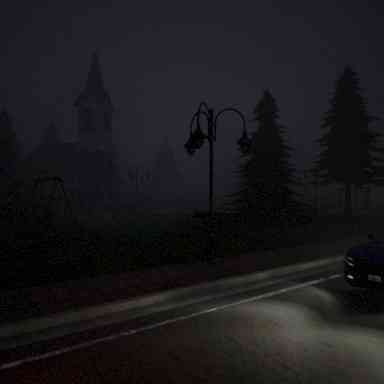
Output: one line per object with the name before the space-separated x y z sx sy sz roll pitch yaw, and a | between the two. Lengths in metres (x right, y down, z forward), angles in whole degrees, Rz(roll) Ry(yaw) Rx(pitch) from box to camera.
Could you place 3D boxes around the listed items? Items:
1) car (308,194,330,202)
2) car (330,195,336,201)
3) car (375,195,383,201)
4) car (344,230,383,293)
car | 27.316 1.354 73.450 2.007 1.523 4.514 0 0 -36
car | 29.814 1.345 75.349 2.152 1.636 5.027 0 0 -36
car | 43.904 1.334 76.173 1.845 1.501 3.633 0 0 -36
car | 5.702 1.477 8.192 5.008 1.535 1.882 0 0 -36
